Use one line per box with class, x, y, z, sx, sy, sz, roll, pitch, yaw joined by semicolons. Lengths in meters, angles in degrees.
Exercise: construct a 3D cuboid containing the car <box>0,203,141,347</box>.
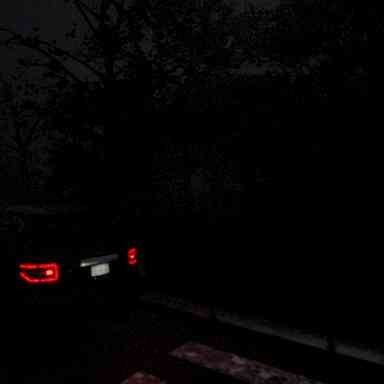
car;-3.413;1.238;6.624;5.566;2.045;2.150;0;0;40
